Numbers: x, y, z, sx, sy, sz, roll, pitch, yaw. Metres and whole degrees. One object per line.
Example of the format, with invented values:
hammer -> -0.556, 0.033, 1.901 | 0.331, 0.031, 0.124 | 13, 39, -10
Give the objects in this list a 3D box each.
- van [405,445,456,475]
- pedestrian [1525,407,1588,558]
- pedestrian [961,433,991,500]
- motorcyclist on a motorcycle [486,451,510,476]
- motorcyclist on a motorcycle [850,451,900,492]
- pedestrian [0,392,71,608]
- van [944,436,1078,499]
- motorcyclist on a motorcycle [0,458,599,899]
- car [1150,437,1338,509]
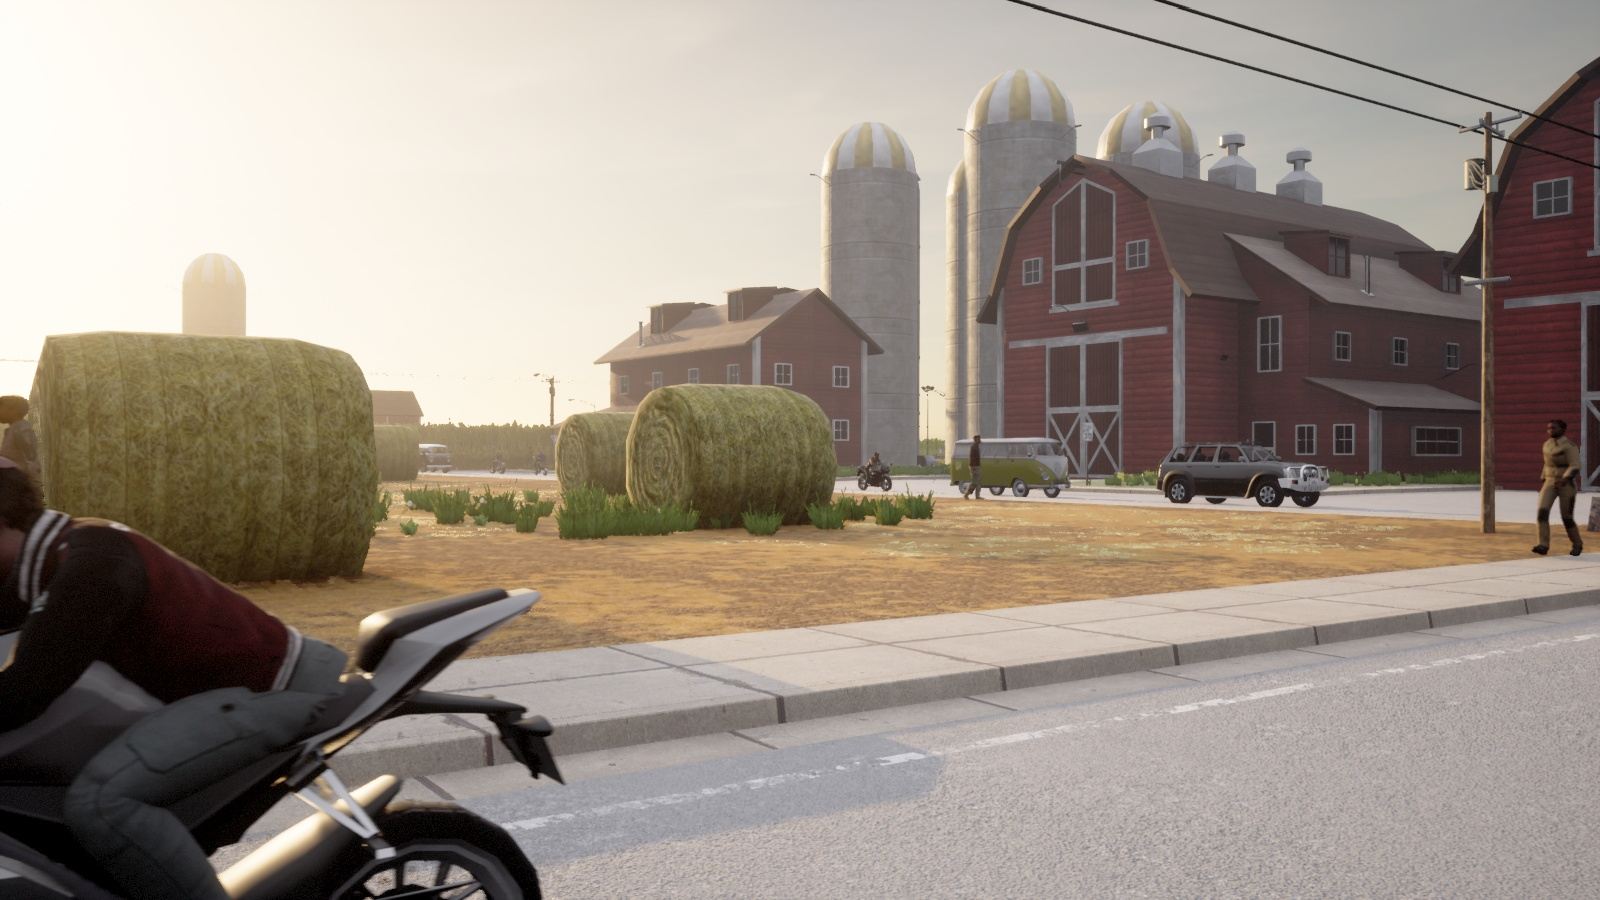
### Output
van -> -25.717, 0.709, 87.257 | 2.069, 2.038, 4.480 | 0, 0, -35
pedestrian -> 9.848, 0.413, 16.345 | 0.692, 1.930, 0.396 | 0, 0, -28
pedestrian -> 4.903, 0.449, 35.026 | 0.703, 1.840, 0.431 | 0, 0, 36
motorcyclist on a motorcycle -> -20.838, 0.924, 86.484 | 0.766, 1.649, 2.350 | 0, 0, -36
motorcyclist on a motorcycle -> 2.848, 0.810, 47.760 | 0.797, 1.523, 2.044 | 0, 0, -36
pedestrian -> -6.704, 0.420, 10.665 | 0.869, 1.805, 0.328 | 0, 0, -26
van -> 6.999, 0.559, 42.020 | 1.775, 1.987, 4.442 | 0, 0, -36
motorcyclist on a motorcycle -> -1.599, 0.789, 2.546 | 2.191, 1.530, 0.866 | 0, 0, -35
car -> 12.212, 0.591, 34.812 | 1.932, 1.855, 4.605 | 0, 0, -36
